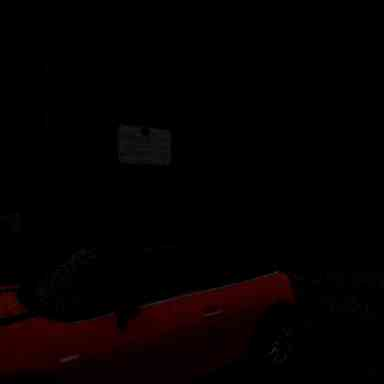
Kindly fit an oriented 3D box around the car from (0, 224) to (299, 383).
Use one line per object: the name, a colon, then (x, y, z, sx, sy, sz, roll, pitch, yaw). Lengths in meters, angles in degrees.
car: (-0.800, 1.353, 4.016, 4.553, 1.767, 2.097, 0, 0, -36)
